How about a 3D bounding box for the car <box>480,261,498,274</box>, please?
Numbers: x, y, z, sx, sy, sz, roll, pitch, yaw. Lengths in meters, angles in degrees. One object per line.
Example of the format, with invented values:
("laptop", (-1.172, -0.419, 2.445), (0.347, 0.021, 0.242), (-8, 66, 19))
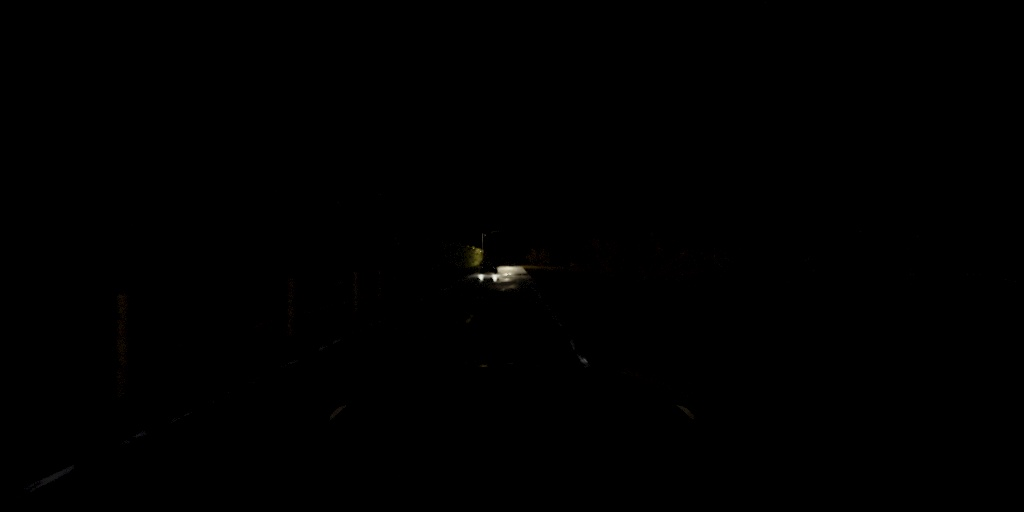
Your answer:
("car", (-2.683, 1.337, 43.144), (1.882, 1.535, 5.008), (0, -1, 0))
